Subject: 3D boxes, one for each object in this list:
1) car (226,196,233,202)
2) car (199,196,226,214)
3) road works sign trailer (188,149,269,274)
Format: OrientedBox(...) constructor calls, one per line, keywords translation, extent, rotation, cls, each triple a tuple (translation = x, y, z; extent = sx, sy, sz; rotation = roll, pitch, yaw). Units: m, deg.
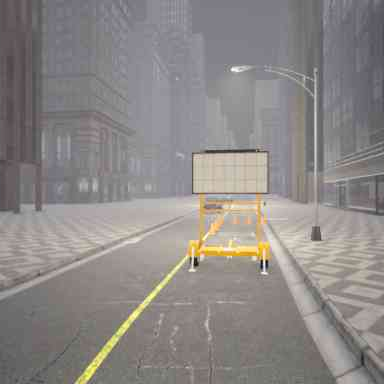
OrientedBox(translation=(6.575, 1.435, 61.766), extent=(1.994, 1.385, 4.181), rotation=(0, 0, 9), cls="car")
OrientedBox(translation=(2.055, 1.309, 34.865), extent=(2.097, 1.767, 4.553), rotation=(0, 0, 9), cls="car")
OrientedBox(translation=(1.215, 0.459, 10.625), extent=(2.380, 3.560, 2.880), rotation=(0, 0, 9), cls="road works sign trailer")
